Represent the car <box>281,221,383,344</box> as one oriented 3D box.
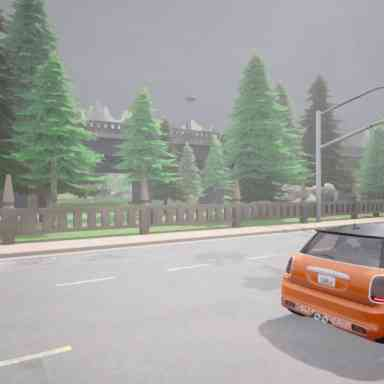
[{"bbox_3d":[3.850,1.352,6.131,4.553,1.767,2.097,0,0,-31],"label":"car"}]
